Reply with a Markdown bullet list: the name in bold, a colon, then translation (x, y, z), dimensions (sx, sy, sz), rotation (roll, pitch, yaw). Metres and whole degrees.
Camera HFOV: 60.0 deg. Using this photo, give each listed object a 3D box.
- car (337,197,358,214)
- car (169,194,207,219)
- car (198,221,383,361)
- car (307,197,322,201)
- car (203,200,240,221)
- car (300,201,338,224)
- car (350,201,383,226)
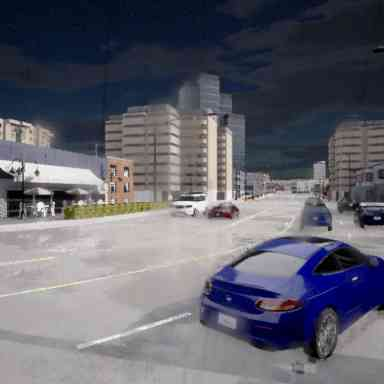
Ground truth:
- **car**: translation (16.874, 1.352, 35.807), dimensions (2.097, 1.767, 4.553), rotation (0, 0, 20)
- **car**: translation (-0.117, 1.223, 30.037), dimensions (2.150, 2.045, 5.566), rotation (0, 0, 20)
- **car**: translation (2.114, 1.525, 5.980), dimensions (4.674, 1.442, 1.812), rotation (0, 0, -44)
- **car**: translation (13.575, 1.352, 36.975), dimensions (2.097, 1.767, 4.553), rotation (0, 0, 20)
- **car**: translation (2.687, 1.565, 27.545), dimensions (1.994, 1.385, 4.181), rotation (0, 0, 21)
- **car**: translation (7.918, 1.548, 21.241), dimensions (2.033, 1.411, 5.357), rotation (0, 0, 21)
- **car**: translation (11.941, 1.565, 22.013), dimensions (1.994, 1.385, 4.181), rotation (0, 0, 21)
